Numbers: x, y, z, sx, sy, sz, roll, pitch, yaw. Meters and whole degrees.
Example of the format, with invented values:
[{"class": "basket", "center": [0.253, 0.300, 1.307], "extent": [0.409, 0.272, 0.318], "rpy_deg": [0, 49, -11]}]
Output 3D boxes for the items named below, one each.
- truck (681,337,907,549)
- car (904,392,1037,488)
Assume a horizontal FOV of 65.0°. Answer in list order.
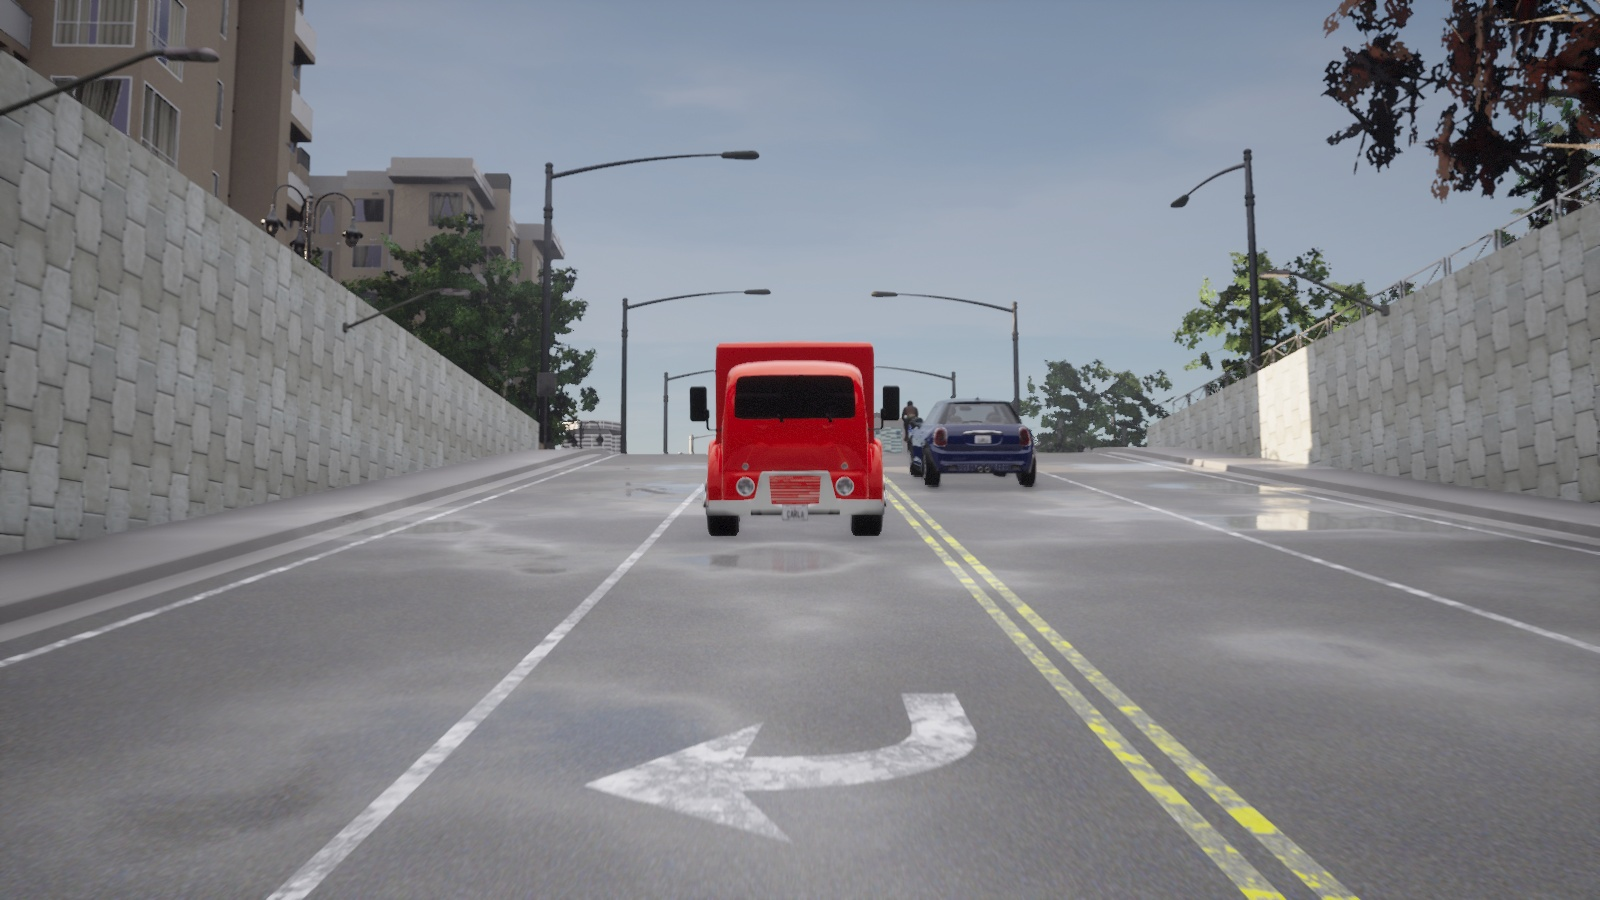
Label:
[{"class": "truck", "center": [-0.074, -0.210, 17.353], "extent": [2.627, 2.467, 5.204], "rpy_deg": [-1, 3, 0]}, {"class": "car", "center": [3.400, -0.285, 25.854], "extent": [2.097, 1.767, 4.553], "rpy_deg": [-1, 3, 0]}]
